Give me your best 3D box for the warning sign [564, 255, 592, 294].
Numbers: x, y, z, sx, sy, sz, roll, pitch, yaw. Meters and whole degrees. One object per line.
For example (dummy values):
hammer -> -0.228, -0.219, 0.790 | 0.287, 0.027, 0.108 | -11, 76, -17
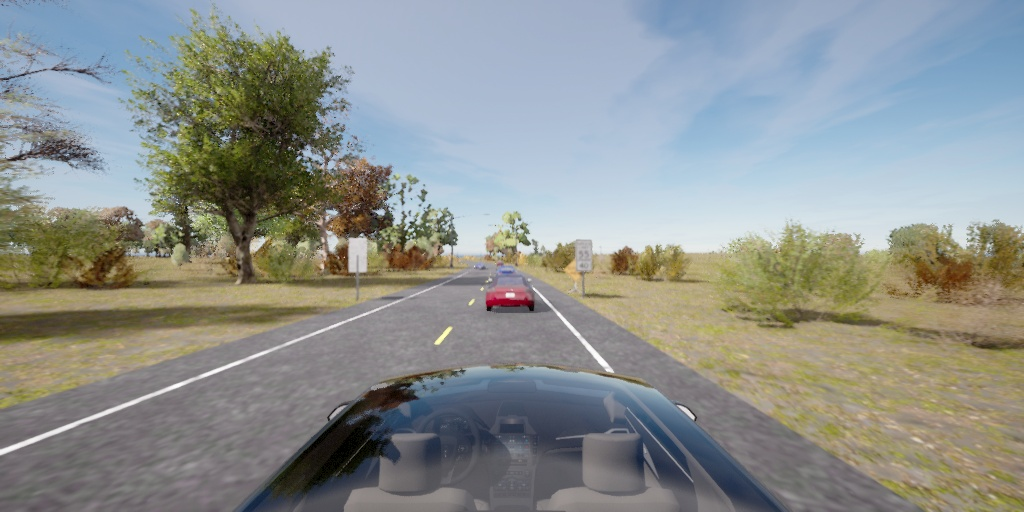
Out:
warning sign -> 3.394, 1.029, 19.130 | 1.300, 1.860, 1.060 | 0, 0, -1

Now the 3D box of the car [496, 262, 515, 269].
car -> -0.434, 1.542, 30.828 | 1.812, 1.442, 4.674 | 0, 0, -1

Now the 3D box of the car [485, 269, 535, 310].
car -> -0.079, 1.445, 15.421 | 1.994, 1.385, 4.181 | 0, 0, 0
